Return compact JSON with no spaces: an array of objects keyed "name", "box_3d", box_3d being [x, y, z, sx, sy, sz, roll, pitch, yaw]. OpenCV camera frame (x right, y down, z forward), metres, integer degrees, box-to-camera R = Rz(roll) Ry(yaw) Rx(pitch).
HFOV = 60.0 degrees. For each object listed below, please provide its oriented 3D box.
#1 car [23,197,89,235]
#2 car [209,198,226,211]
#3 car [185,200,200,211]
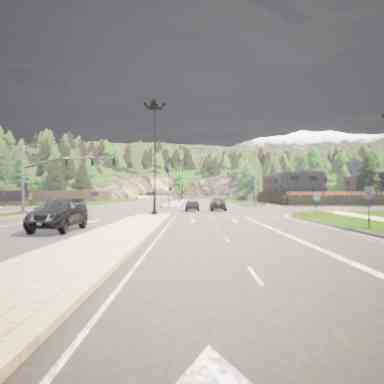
[{"name":"car","box_3d":[-8.083,1.366,20.390,2.150,2.045,5.566,0,0,0]},{"name":"car","box_3d":[3.566,1.681,46.417,2.097,1.767,4.553,0,0,0]},{"name":"car","box_3d":[0.067,1.820,46.477,2.128,1.511,4.902,0,0,0]}]
